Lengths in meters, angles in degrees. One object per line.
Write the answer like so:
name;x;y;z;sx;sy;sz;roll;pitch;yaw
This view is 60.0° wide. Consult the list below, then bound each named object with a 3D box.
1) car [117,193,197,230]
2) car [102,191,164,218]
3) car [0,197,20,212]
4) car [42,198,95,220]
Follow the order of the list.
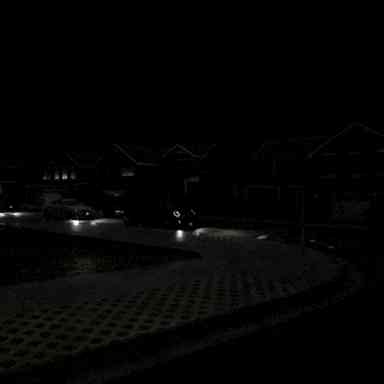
car;-1.914;1.157;19.616;4.553;1.767;2.097;1;1;35
car;-4.250;0.960;24.831;5.566;2.045;2.150;1;1;34
car;-17.588;1.130;30.413;4.181;1.385;1.994;1;1;34
car;-9.264;1.220;24.678;4.674;1.442;1.812;1;1;35
